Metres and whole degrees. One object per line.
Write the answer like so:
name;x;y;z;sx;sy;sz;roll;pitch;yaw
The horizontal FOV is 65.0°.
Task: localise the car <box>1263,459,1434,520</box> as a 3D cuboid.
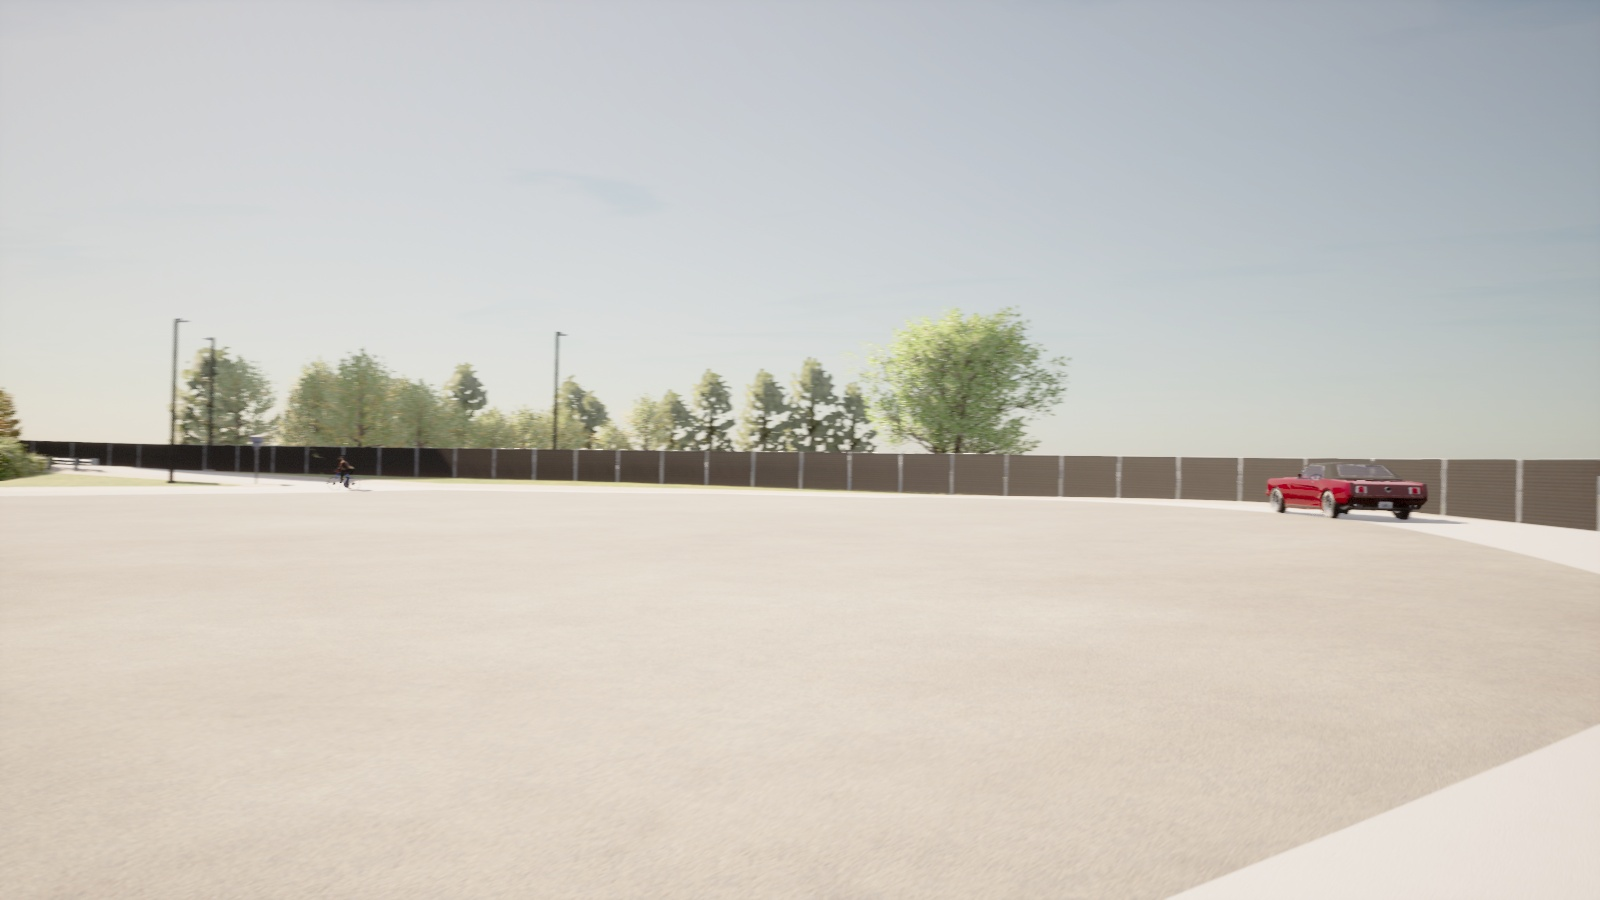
car;12.928;0.893;29.960;1.895;1.301;4.718;1;0;-2
